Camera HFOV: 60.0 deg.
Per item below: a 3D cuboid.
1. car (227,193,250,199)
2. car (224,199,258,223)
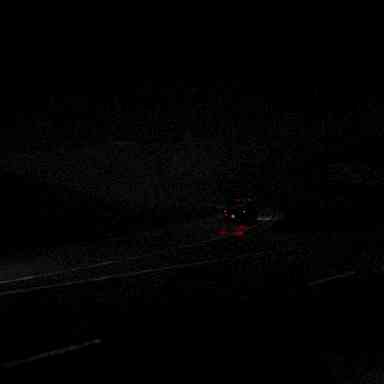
[{"bbox_3d":[6.075,1.157,44.340,2.150,2.045,5.566,0,0,-10],"label":"car"},{"bbox_3d":[3.733,1.489,25.259,1.812,1.442,4.674,0,0,22],"label":"car"}]
